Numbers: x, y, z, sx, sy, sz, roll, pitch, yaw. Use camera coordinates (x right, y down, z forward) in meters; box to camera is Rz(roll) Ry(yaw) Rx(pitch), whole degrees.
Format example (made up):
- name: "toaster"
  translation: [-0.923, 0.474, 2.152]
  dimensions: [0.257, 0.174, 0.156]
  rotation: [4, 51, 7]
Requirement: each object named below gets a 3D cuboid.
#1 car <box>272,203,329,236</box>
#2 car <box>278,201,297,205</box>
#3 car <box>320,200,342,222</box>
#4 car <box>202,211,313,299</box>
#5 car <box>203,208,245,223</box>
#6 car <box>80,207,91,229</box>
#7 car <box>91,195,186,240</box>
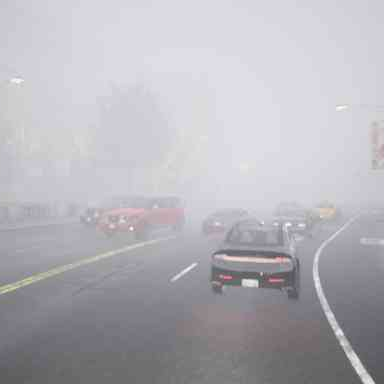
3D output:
- name: "car"
  translation: [5.642, 1.540, 17.478]
  dimensions: [2.033, 1.411, 5.357]
  rotation: [0, 0, 29]
- name: "car"
  translation: [8.687, 1.535, 29.705]
  dimensions: [2.033, 1.411, 5.357]
  rotation: [0, 0, 30]
- name: "car"
  translation: [10.706, 1.445, 26.410]
  dimensions: [1.801, 1.575, 5.366]
  rotation: [0, 0, 30]
- name: "car"
  translation: [1.740, 1.488, 8.542]
  dimensions: [2.128, 1.511, 4.902]
  rotation: [0, 0, 16]
- name: "car"
  translation: [2.178, 1.555, 18.207]
  dimensions: [1.994, 1.385, 4.181]
  rotation: [0, 0, 27]
- name: "car"
  translation: [-4.460, 1.218, 21.157]
  dimensions: [2.150, 2.045, 5.566]
  rotation: [0, 0, 29]
- name: "car"
  translation: [-2.368, 1.216, 17.565]
  dimensions: [2.150, 2.045, 5.566]
  rotation: [0, 0, 27]
